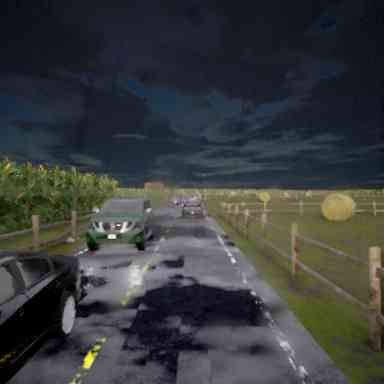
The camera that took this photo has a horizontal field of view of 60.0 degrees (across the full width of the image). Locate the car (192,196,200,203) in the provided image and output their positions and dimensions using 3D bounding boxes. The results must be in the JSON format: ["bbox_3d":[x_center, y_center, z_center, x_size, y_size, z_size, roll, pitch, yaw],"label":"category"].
[{"bbox_3d":[0.842,1.578,70.937,1.812,1.442,4.674,0,0,0],"label":"car"}]

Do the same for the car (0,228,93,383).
[{"bbox_3d":[-2.856,1.483,3.768,1.882,1.535,5.008,0,0,0],"label":"car"}]

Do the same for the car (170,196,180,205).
[{"bbox_3d":[-2.893,1.540,60.384,2.128,1.511,4.902,0,0,1],"label":"car"}]

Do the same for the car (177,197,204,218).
[{"bbox_3d":[0.050,1.521,30.031,2.128,1.511,4.902,0,0,0],"label":"car"}]

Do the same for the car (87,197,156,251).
[{"bbox_3d":[-2.866,1.238,14.632,2.150,2.045,5.566,0,0,0],"label":"car"}]
